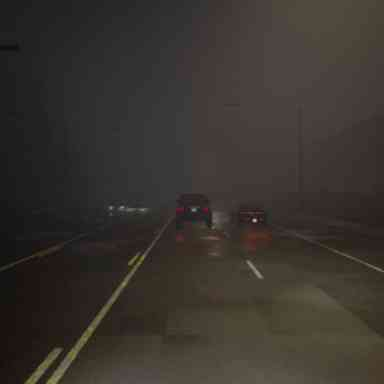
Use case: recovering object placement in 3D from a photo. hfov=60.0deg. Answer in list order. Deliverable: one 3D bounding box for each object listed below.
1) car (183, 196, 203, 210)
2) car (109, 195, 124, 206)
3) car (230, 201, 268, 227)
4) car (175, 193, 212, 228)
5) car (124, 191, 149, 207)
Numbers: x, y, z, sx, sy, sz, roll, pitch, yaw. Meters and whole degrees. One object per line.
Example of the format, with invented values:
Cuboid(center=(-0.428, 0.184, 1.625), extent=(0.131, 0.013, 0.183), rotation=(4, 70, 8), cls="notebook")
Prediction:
Cuboid(center=(0.113, 1.238, 39.606), extent=(2.128, 1.511, 4.902), rotation=(0, 0, 0), cls="car")
Cuboid(center=(-10.548, 1.219, 47.936), extent=(1.812, 1.442, 4.674), rotation=(0, 0, 0), cls="car")
Cuboid(center=(3.607, 1.366, 21.533), extent=(1.837, 1.490, 4.892), rotation=(0, 0, 0), cls="car")
Cuboid(center=(0.107, 1.085, 21.401), extent=(2.150, 2.045, 5.566), rotation=(0, 0, 0), cls="car")
Cuboid(center=(-7.073, 0.939, 44.125), extent=(2.150, 2.045, 5.566), rotation=(0, 0, 0), cls="car")
